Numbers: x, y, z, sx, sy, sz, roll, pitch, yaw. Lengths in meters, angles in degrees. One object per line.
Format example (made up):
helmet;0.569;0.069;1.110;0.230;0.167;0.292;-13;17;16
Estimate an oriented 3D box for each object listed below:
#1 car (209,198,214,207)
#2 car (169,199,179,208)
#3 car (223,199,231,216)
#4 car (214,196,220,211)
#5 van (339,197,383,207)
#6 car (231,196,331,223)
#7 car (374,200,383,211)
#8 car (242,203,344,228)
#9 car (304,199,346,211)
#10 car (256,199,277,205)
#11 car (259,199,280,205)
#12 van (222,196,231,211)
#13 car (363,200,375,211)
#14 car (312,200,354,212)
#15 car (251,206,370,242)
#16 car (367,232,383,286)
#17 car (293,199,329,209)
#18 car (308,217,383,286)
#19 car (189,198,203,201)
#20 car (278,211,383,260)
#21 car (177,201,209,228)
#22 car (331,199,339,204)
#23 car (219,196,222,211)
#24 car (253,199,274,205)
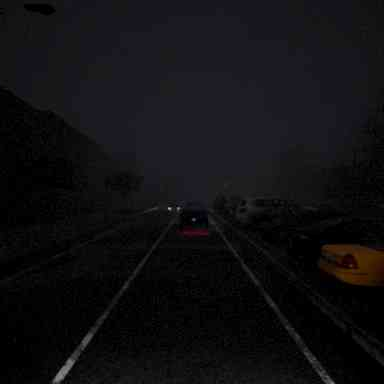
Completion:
car;5.681;1.578;47.091;5.566;2.045;2.435;0;-1;0
car;-3.213;2.091;60.978;1.837;1.490;4.892;0;-1;1
car;5.630;1.670;30.271;4.892;1.521;2.231;0;0;0
car;5.669;1.487;38.681;5.566;2.045;2.435;0;-1;0
van;18.834;1.488;35.927;4.442;1.987;1.878;0;-1;0
car;5.664;1.351;21.863;5.566;2.045;2.435;0;0;0
car;18.529;1.645;27.569;5.366;1.575;1.946;0;0;0
car;5.632;1.581;19.054;4.892;1.521;2.231;0;0;0
car;18.737;1.829;47.061;5.008;1.535;2.097;0;-1;0
car;18.809;2.455;84.258;5.008;1.535;2.097;0;-1;0
car;18.795;2.440;81.109;4.674;1.452;2.002;0;-1;0
van;5.520;1.465;33.077;4.442;1.987;1.878;0;0;0
car;18.713;1.710;30.353;4.674;1.452;2.002;0;0;0
car;18.730;1.837;44.273;4.674;1.452;2.002;0;-1;0
car;5.608;1.589;16.256;4.792;1.488;2.163;0;0;0
car;5.668;1.527;5.045;4.792;1.488;2.163;0;0;0
car;18.737;1.907;52.628;5.008;1.535;2.097;0;-1;0
car;5.824;1.507;7.848;5.366;1.575;1.946;0;0;0
car;0.150;1.801;41.864;1.837;1.490;4.892;0;-1;0
car;5.633;1.524;10.648;5.008;1.535;2.097;0;0;0
car;0.129;1.626;23.678;1.882;1.535;5.008;0;0;0
car;18.689;1.614;38.707;4.553;1.767;2.185;0;-1;0
car;5.606;1.587;35.880;4.553;1.767;2.185;0;0;0
car;18.804;2.513;87.530;4.892;1.521;2.231;0;-1;0
